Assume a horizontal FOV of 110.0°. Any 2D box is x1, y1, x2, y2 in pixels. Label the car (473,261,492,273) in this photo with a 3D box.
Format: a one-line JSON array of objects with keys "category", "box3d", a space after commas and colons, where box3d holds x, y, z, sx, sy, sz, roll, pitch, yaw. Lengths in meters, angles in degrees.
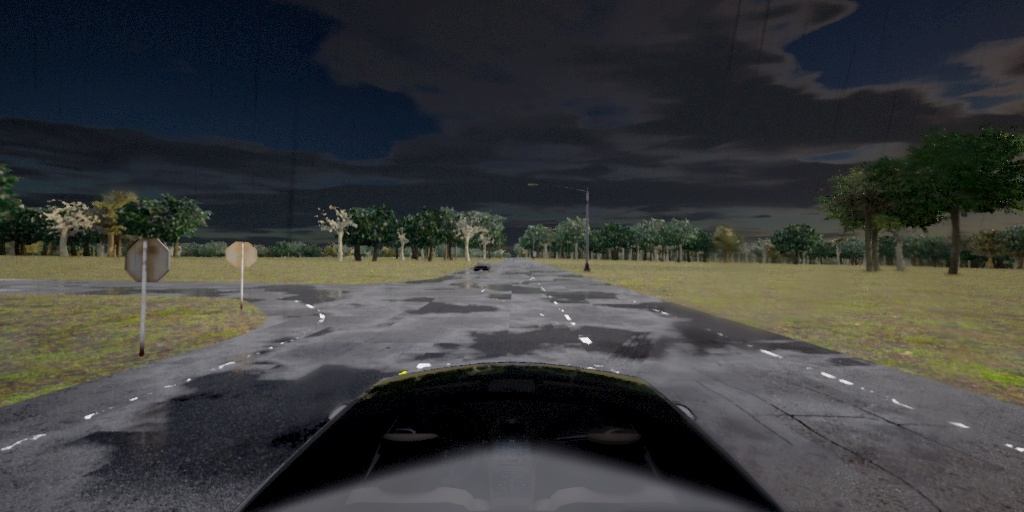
[{"category": "car", "box3d": [-3.327, 1.253, 41.103, 1.895, 1.301, 4.718, 0, 0, 0]}]
